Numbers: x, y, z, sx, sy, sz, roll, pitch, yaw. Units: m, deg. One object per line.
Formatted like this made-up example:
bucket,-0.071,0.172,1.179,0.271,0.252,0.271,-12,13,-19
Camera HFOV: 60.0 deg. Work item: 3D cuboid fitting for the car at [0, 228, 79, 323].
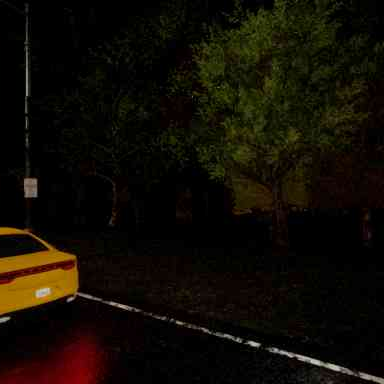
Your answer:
car,-4.439,1.476,6.866,5.008,1.535,1.882,0,1,36
